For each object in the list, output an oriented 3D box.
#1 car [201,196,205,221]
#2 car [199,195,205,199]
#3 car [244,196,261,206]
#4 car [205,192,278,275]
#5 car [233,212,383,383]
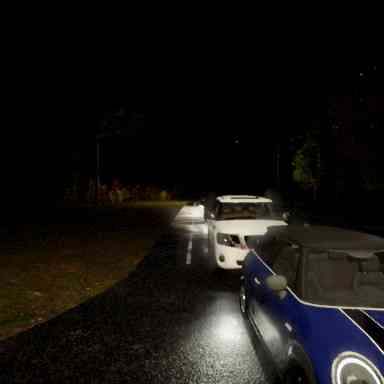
[{"bbox_3d":[1.842,1.340,25.646,1.882,1.535,5.008,0,0,1],"label":"car"},{"bbox_3d":[2.250,1.239,51.296,1.837,1.490,4.892,0,0,2],"label":"car"},{"bbox_3d":[9.179,1.338,50.876,1.895,1.301,4.718,0,0,1],"label":"car"},{"bbox_3d":[1.654,1.160,10.552,2.150,2.045,5.566,0,0,1],"label":"car"},{"bbox_3d":[1.932,1.338,4.208,2.097,1.767,4.553,0,0,-1],"label":"car"}]
